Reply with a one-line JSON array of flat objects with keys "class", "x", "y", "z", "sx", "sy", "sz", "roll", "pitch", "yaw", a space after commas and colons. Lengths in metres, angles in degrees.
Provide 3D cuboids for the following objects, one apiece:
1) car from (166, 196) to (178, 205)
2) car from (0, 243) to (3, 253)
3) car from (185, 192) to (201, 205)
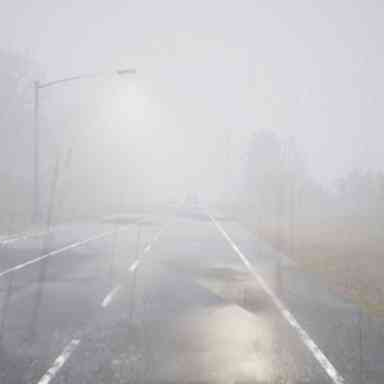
[{"class": "car", "x": -3.516, "y": 1.469, "z": 58.463, "sx": 1.837, "sy": 1.490, "sz": 4.892, "roll": 0, "pitch": 0, "yaw": 0}, {"class": "car", "x": -6.946, "y": 1.548, "z": 8.211, "sx": 2.033, "sy": 1.411, "sz": 5.357, "roll": 0, "pitch": 0, "yaw": 1}, {"class": "car", "x": -0.023, "y": 1.169, "z": 58.779, "sx": 2.150, "sy": 2.045, "sz": 5.566, "roll": 0, "pitch": 0, "yaw": 0}]
